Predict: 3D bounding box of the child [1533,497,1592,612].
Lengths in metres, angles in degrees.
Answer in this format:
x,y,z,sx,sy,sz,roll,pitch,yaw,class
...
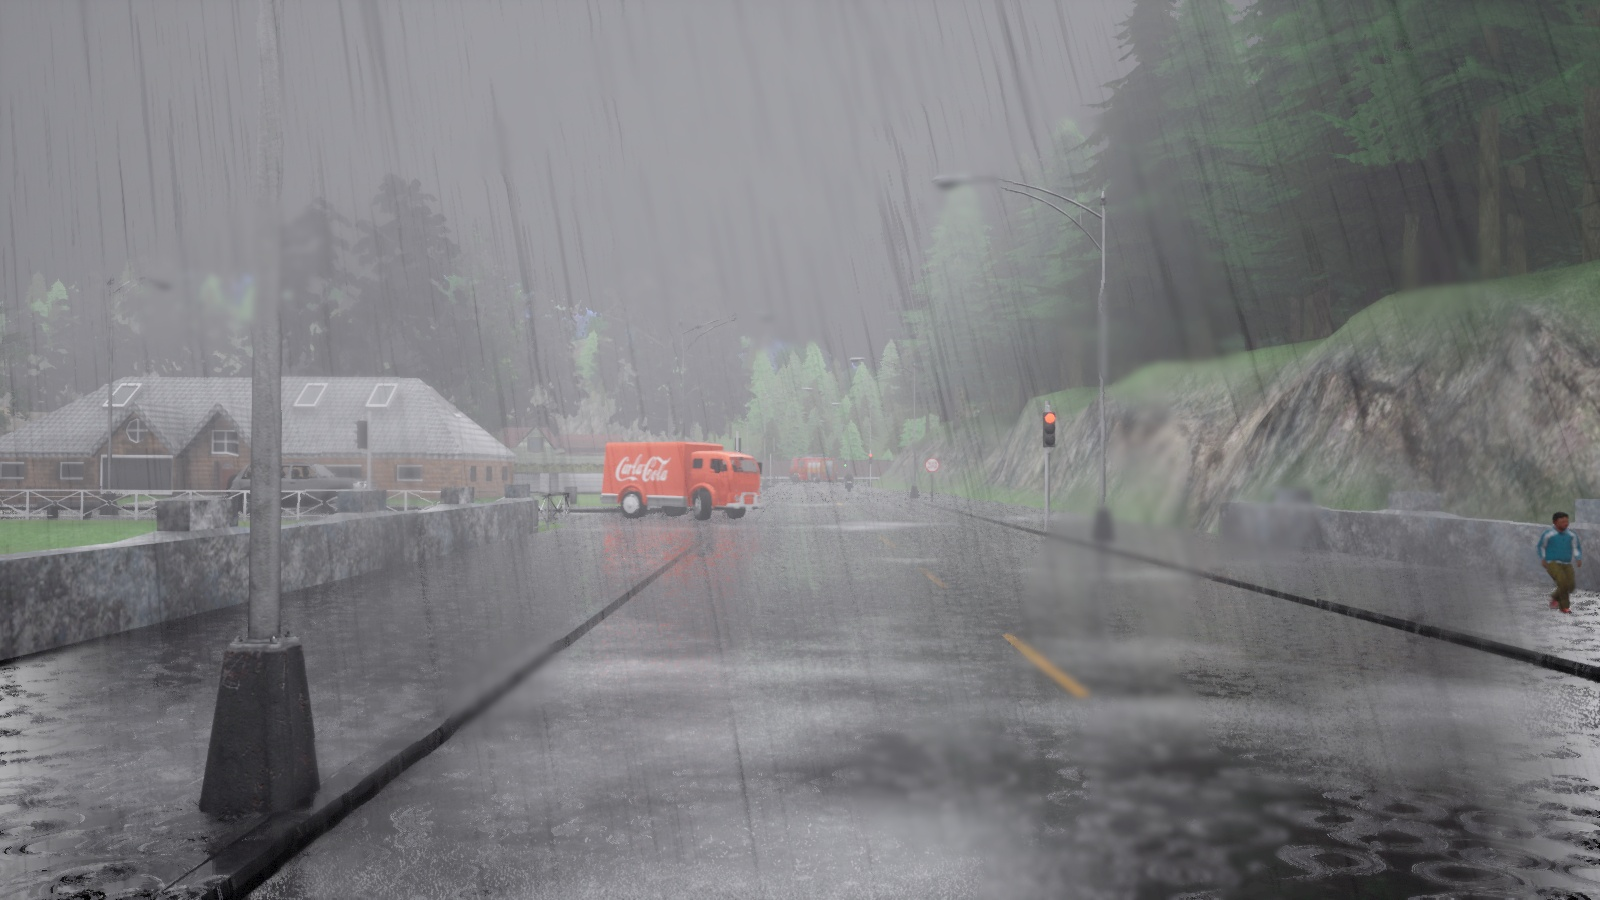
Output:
x,y,z,sx,sy,sz,roll,pitch,yaw,class
8.071,1.095,13.303,0.343,1.192,0.448,0,-1,1,child

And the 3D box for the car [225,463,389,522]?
x,y,z,sx,sy,sz,roll,pitch,yaw,class
-16.095,1.386,41.176,4.605,1.855,1.932,0,-1,0,car

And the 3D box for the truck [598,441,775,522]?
x,y,z,sx,sy,sz,roll,pitch,yaw,class
-3.727,1.022,40.900,5.204,2.467,2.627,0,-2,34,truck
